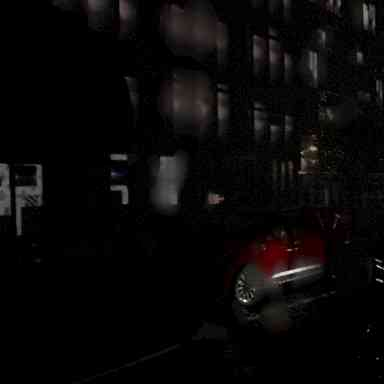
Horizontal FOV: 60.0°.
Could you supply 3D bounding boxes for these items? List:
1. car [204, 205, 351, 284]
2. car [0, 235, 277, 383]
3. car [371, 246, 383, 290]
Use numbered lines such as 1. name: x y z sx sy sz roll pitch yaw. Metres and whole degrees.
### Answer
1. car: 1.806 1.276 7.990 5.009 1.841 2.192 0 -1 -35
2. car: -1.834 1.354 2.068 4.553 1.767 2.097 -1 0 -36
3. car: 6.109 1.416 7.729 5.008 1.535 1.882 -1 0 -36
